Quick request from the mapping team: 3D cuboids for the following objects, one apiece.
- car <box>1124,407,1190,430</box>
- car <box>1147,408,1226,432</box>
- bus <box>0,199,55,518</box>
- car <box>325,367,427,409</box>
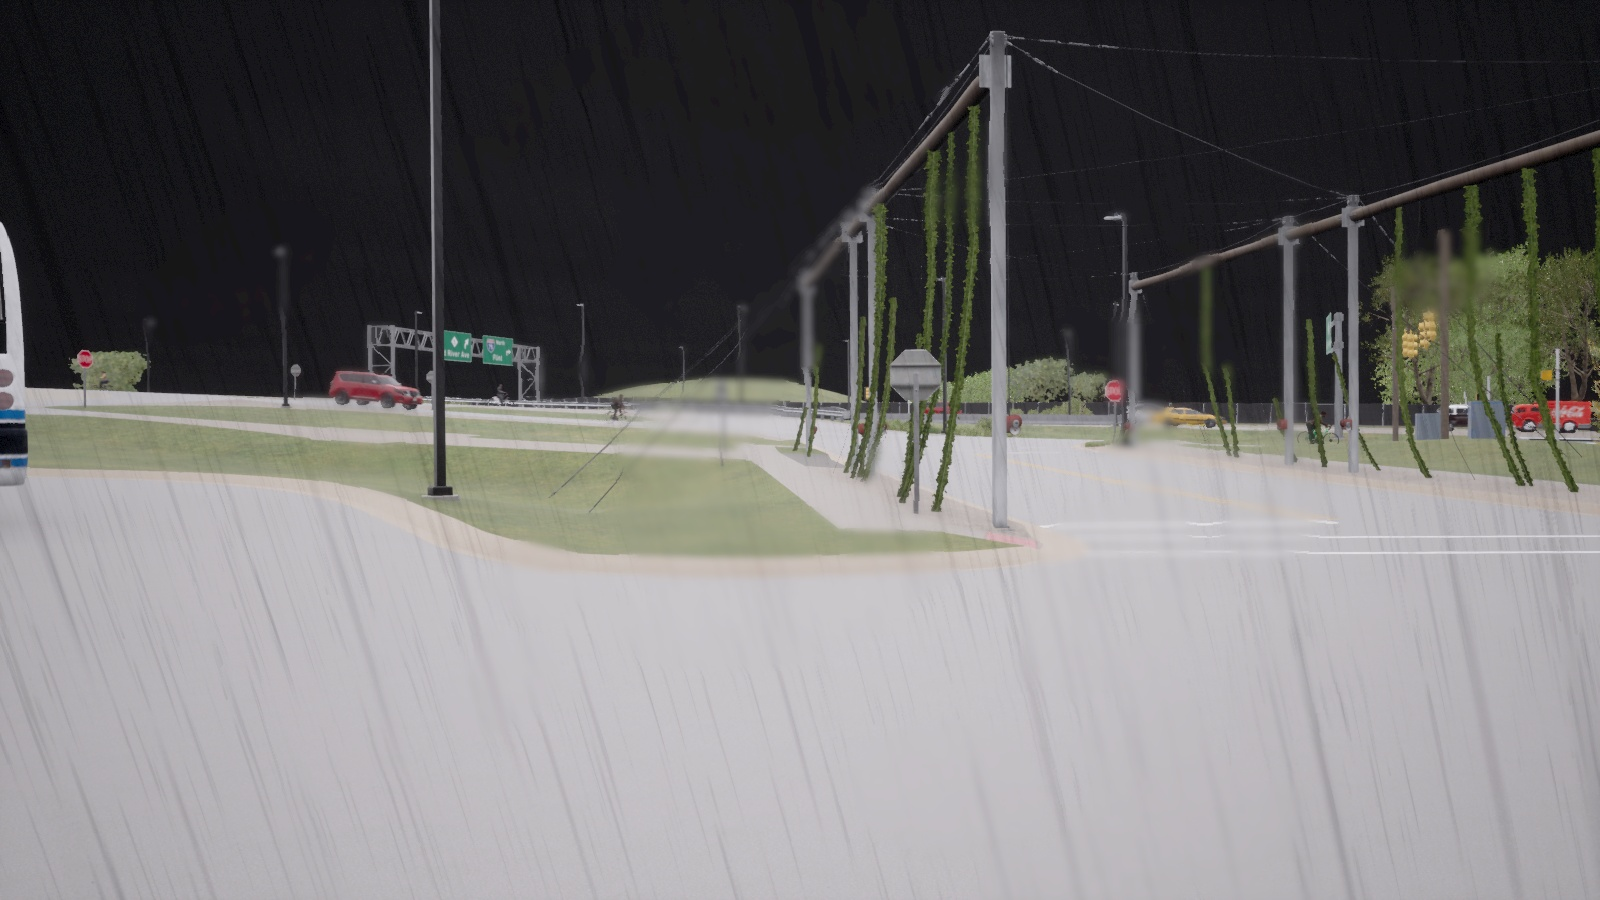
[{"bbox_3d":[27.037,-2.382,95.048,4.611,1.667,2.242,2,1,20],"label":"car"},{"bbox_3d":[27.982,-2.181,90.990,5.366,1.575,1.801,2,1,20],"label":"car"},{"bbox_3d":[-14.961,-1.419,19.843,3.944,4.253,10.273,-1,3,-40],"label":"bus"},{"bbox_3d":[-25.295,-3.706,74.943,5.566,2.045,2.150,5,2,20],"label":"car"}]
